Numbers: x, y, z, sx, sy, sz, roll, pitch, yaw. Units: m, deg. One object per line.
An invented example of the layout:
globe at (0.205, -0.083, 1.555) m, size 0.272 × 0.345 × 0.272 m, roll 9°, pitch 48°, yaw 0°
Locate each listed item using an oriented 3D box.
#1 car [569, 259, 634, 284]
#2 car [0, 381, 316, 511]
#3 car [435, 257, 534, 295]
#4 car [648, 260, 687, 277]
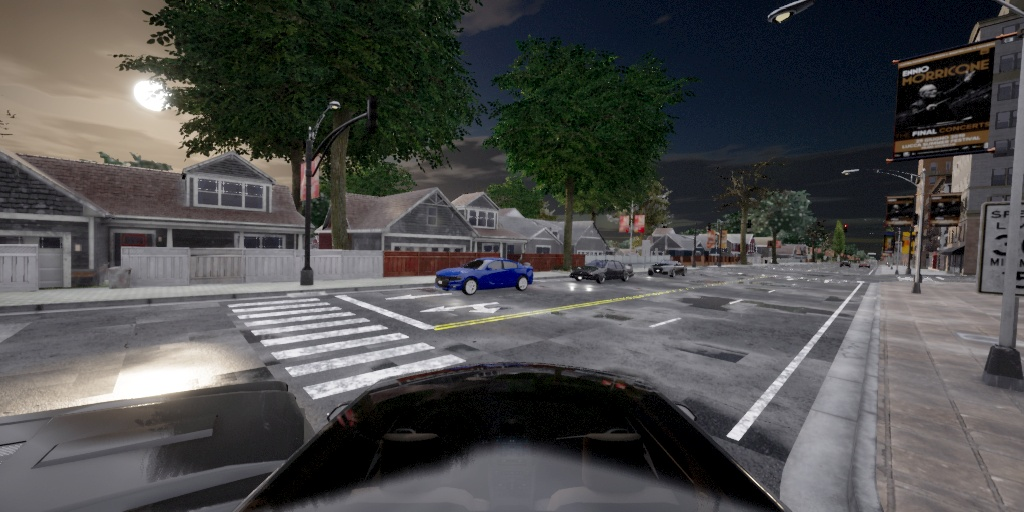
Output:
car at (6.008, 0.943, 23.381) m, size 5.357 × 1.411 × 2.033 m, roll 0°, pitch 2°, yaw -44°
car at (-3.309, 1.292, 1.257) m, size 4.718 × 1.301 × 1.895 m, roll 1°, pitch 2°, yaw -34°
car at (-1.145, 0.821, 16.447) m, size 5.008 × 1.535 × 1.882 m, roll 0°, pitch 2°, yaw -44°
car at (13.192, 1.015, 30.317) m, size 4.181 × 1.385 × 1.994 m, roll 0°, pitch 2°, yaw -44°
